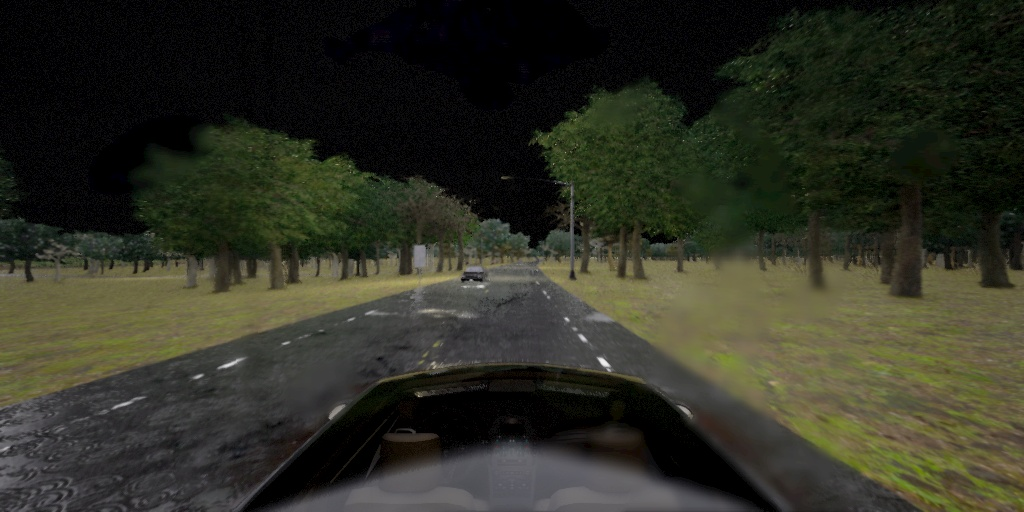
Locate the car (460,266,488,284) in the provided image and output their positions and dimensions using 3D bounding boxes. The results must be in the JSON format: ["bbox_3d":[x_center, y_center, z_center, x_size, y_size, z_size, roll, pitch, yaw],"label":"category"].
[{"bbox_3d":[-3.125,1.562,30.920,2.033,1.411,5.357,0,-1,2],"label":"car"}]
